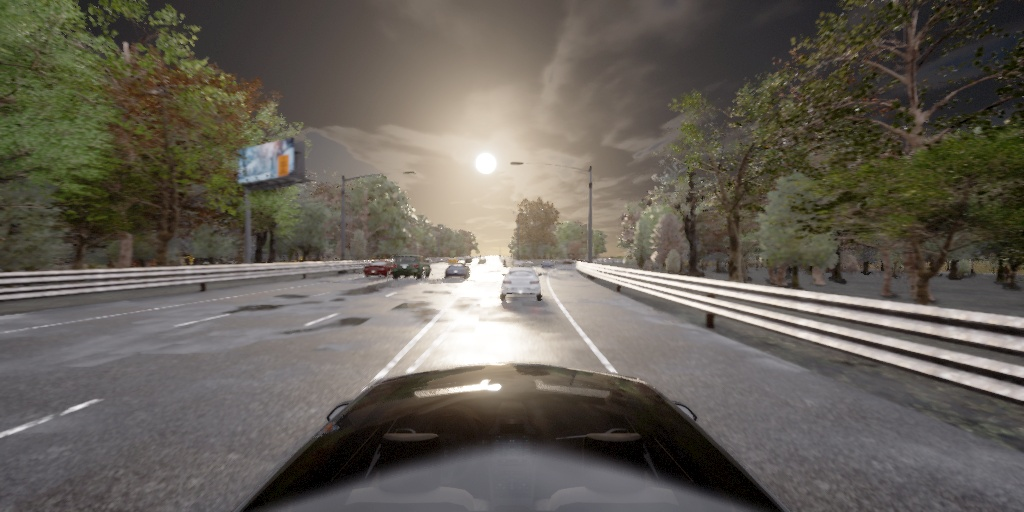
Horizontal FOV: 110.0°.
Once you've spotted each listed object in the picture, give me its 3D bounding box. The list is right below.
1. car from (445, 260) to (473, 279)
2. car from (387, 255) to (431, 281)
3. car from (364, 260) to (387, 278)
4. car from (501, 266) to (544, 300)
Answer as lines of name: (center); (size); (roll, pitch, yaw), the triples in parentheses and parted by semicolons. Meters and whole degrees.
car: (-4.887, 1.291, 32.636); (1.994, 1.385, 4.181); (0, 0, -2)
car: (-8.281, 0.930, 29.934); (2.150, 2.045, 5.566); (0, 0, -2)
car: (-11.906, 1.167, 32.998); (1.882, 1.535, 5.008); (0, 0, -2)
car: (0.479, 1.280, 17.580); (1.812, 1.442, 4.674); (0, 0, 3)
